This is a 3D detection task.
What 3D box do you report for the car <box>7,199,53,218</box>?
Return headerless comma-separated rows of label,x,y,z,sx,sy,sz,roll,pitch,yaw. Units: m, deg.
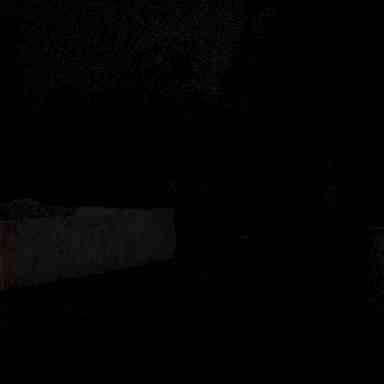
car,-12.214,1.254,24.604,4.674,1.442,1.812,0,1,32
